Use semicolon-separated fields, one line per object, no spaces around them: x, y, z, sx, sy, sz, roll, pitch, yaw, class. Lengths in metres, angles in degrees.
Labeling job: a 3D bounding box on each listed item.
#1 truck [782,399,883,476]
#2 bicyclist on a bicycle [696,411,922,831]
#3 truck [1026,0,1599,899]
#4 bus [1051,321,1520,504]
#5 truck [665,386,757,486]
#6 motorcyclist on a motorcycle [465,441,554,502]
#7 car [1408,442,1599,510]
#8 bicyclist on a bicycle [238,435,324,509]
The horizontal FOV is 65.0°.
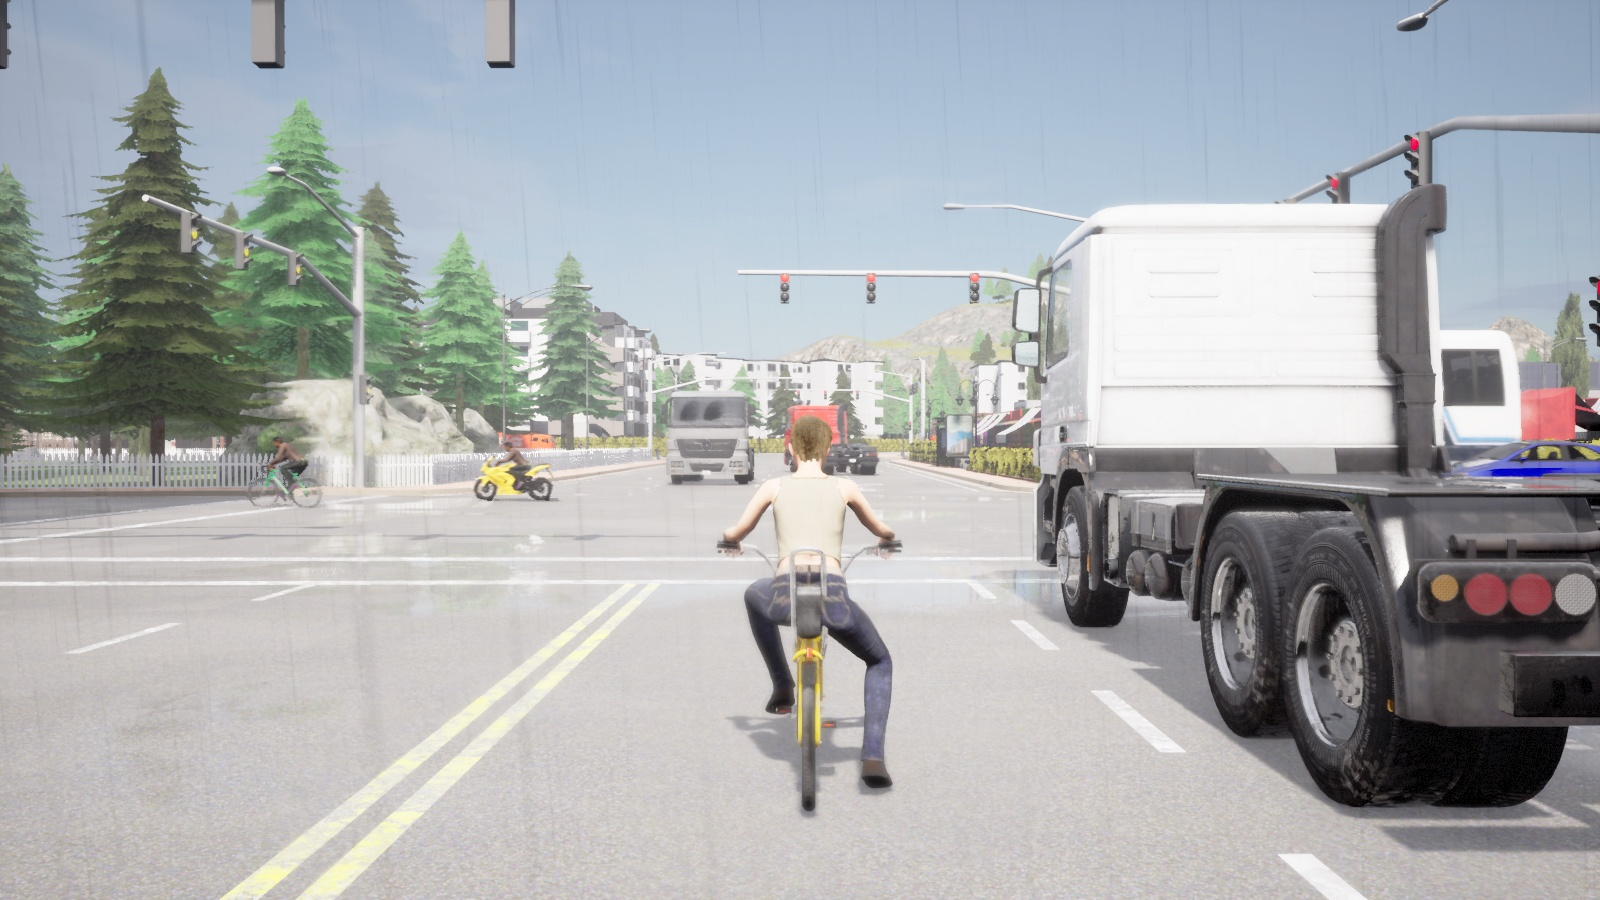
1.423;-0.577;60.798;2.891;3.462;7.936;0;0;-14;truck
0.042;0.652;5.576;0.866;1.612;1.509;0;0;1;bicyclist on a bicycle
3.559;-0.277;7.884;2.891;3.462;7.936;0;0;0;truck
11.880;-0.853;31.556;10.273;4.253;3.944;0;-1;-3;bus
-3.224;-0.507;47.641;2.891;3.462;7.936;0;0;0;truck
-7.323;0.530;31.698;2.044;1.523;0.797;0;0;0;motorcyclist on a motorcycle
16.218;0.558;28.243;4.193;1.474;1.816;0;0;0;car
-11.629;0.490;28.162;1.656;1.620;0.582;1;0;-1;bicyclist on a bicycle
